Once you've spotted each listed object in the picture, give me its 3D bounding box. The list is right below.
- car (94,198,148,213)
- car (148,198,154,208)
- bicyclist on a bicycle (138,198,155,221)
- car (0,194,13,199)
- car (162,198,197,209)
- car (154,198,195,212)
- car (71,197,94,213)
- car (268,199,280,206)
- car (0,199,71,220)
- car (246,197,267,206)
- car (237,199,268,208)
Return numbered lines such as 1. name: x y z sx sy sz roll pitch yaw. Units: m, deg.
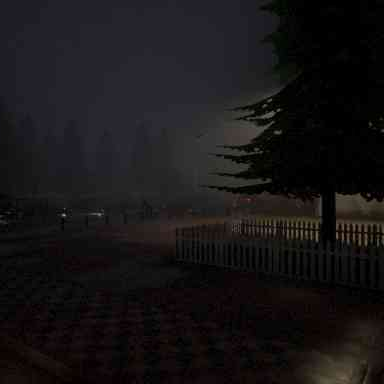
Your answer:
1. car: -7.822 1.547 37.028 2.033 1.411 5.357 0 0 35
2. car: -6.608 1.526 44.753 1.812 1.442 4.674 0 0 36
3. bicyclist on a bicycle: -3.363 1.302 24.363 1.656 1.620 0.582 0 0 35
4. car: -18.155 1.222 28.566 2.150 2.045 5.566 0 0 35
5. car: -1.653 1.547 45.656 2.033 1.411 5.357 0 0 36
6. car: -1.952 1.564 38.895 1.994 1.385 4.181 0 0 35
7. car: -12.554 1.352 36.419 2.097 1.767 4.553 0 0 36
8. car: 14.335 1.547 55.724 2.033 1.411 5.357 0 0 36
9. car: -13.668 1.547 28.831 2.033 1.411 5.357 0 0 35
10. car: 11.177 1.564 57.332 1.994 1.385 4.181 0 0 36
11. car: 8.425 1.221 47.423 2.150 2.045 5.566 0 0 36
